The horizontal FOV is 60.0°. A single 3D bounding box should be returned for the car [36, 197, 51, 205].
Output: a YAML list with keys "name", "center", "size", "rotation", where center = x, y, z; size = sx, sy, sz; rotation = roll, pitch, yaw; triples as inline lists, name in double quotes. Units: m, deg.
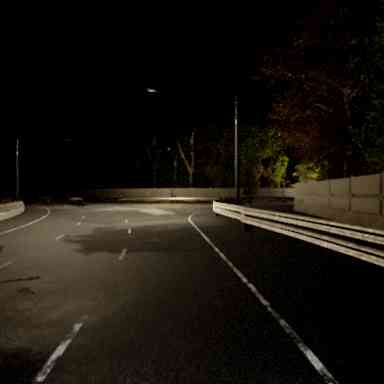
- name: "car"
  center: [-27.882, 1.686, 62.339]
  size: [2.128, 1.511, 4.902]
  rotation: [0, 0, -36]

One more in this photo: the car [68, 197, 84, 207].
- name: "car"
  center: [-19.536, 1.655, 55.988]
  size: [2.128, 1.511, 4.902]
  rotation: [0, 0, -31]

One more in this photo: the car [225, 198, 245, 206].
- name: "car"
  center: [6.787, 1.670, 53.522]
  size: [1.994, 1.385, 4.181]
  rotation: [0, 0, 37]
